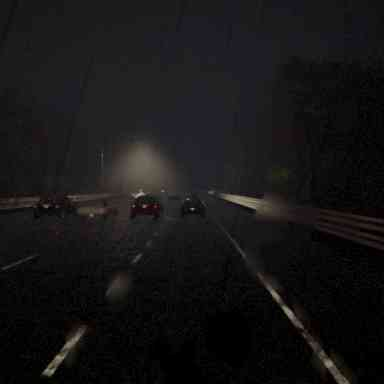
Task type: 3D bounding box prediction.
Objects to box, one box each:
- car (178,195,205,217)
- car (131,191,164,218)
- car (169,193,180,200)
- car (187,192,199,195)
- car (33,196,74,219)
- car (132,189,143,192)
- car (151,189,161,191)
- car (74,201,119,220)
[{"bbox_3d":[0.060,1.254,27.820,1.994,1.385,4.181,0,1,0],"label":"car"},{"bbox_3d":[-3.448,1.057,26.293,2.097,1.767,4.553,0,1,0],"label":"car"},{"bbox_3d":[-3.315,0.859,63.963,1.994,1.385,4.181,0,1,0],"label":"car"},{"bbox_3d":[0.196,0.799,64.097,1.837,1.490,4.892,0,1,0],"label":"car"},{"bbox_3d":[-10.450,1.060,25.989,2.097,1.767,4.553,0,1,0],"label":"car"},{"bbox_3d":[-10.307,0.521,63.720,2.150,2.045,5.566,0,1,1],"label":"car"},{"bbox_3d":[-6.807,0.522,63.678,2.150,2.045,5.566,0,1,1],"label":"car"},{"bbox_3d":[-6.955,1.318,25.250,1.895,1.301,4.718,0,1,1],"label":"car"}]
